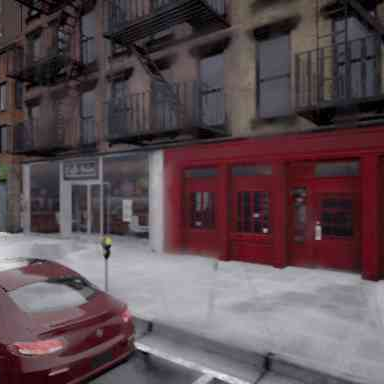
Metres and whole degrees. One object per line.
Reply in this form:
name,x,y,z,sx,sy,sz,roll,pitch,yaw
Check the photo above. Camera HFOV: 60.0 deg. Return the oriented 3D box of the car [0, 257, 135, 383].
car,-2.630,1.608,4.687,4.206,1.307,1.802,0,0,35
